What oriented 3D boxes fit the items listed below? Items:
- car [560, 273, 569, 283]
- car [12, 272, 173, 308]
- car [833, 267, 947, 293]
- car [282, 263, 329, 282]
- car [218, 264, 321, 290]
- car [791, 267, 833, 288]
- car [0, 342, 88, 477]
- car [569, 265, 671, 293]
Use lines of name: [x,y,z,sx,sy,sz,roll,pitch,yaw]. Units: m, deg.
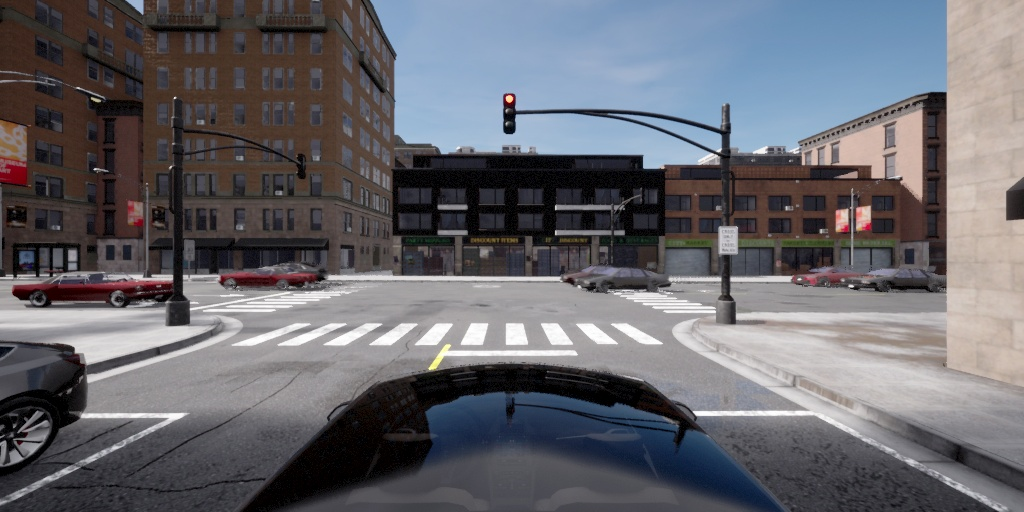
car: [6.047,1.335,24.442,5.357,1.411,2.033,0,0,-1]
car: [-16.204,1.280,14.193,4.718,1.301,1.895,0,0,-1]
car: [22.908,1.423,21.410,5.357,1.411,2.033,0,0,-1]
car: [-14.980,1.190,24.162,4.892,1.490,1.837,0,0,-1]
car: [-14.196,1.290,20.922,4.718,1.301,1.895,0,0,-1]
car: [21.737,1.434,24.638,4.181,1.385,1.994,0,0,-1]
car: [-5.388,1.316,2.038,1.948,1.339,4.313,0,0,-1]
car: [6.343,1.337,20.569,5.357,1.411,2.033,0,0,-12]
